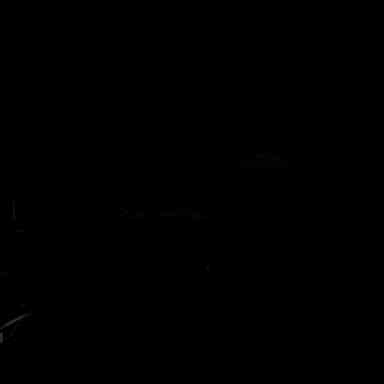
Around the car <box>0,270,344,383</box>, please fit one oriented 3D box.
[{"bbox_3d":[-0.752,1.589,3.358,4.313,1.339,1.947,-1,-1,35],"label":"car"}]
